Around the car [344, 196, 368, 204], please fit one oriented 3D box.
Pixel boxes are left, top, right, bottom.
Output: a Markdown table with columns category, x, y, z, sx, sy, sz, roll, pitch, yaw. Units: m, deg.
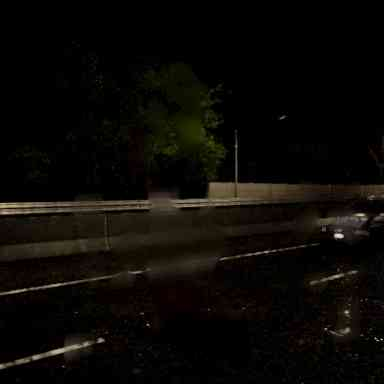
| category | x | y | z | sx | sy | sz | roll | pitch | yaw |
| --- | --- | --- | --- | --- | --- | --- | --- | --- | --- |
| car | 26.325 | 1.400 | 52.794 | 5.357 | 1.411 | 2.033 | 0 | 0 | -35 |

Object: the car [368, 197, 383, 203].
| category | x | y | z | sx | sy | sz | roll | pitch | yaw |
| --- | --- | --- | --- | --- | --- | --- | --- | --- | --- |
| car | 29.262 | 1.451 | 50.593 | 4.718 | 1.301 | 1.895 | 0 | 0 | -35 |

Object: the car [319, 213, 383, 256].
| category | x | y | z | sx | sy | sz | roll | pitch | yaw |
| --- | --- | --- | --- | --- | --- | --- | --- | --- | --- |
| car | 6.862 | 1.520 | 12.972 | 4.181 | 1.385 | 1.994 | 0 | 0 | -35 |
